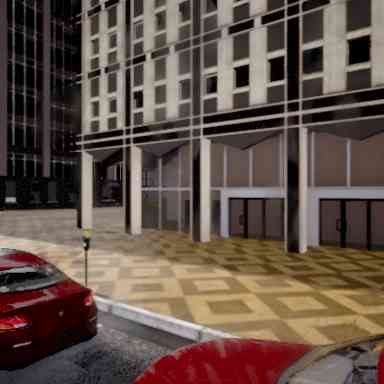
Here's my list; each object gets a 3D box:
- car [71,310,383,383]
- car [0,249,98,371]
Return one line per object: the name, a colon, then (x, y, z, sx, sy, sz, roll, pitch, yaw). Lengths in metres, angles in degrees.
car: (1.391, 1.583, 1.886, 4.206, 1.307, 1.802, 0, 0, 35)
car: (-3.220, 1.559, 5.172, 4.206, 1.307, 1.802, 0, 0, 35)
